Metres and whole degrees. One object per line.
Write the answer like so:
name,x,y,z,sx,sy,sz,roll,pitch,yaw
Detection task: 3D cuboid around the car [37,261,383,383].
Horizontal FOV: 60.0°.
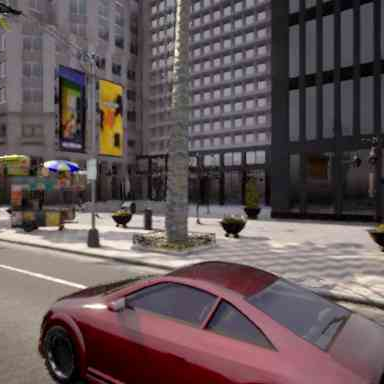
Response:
car,0.040,1.564,3.964,4.181,1.385,1.994,0,0,35
